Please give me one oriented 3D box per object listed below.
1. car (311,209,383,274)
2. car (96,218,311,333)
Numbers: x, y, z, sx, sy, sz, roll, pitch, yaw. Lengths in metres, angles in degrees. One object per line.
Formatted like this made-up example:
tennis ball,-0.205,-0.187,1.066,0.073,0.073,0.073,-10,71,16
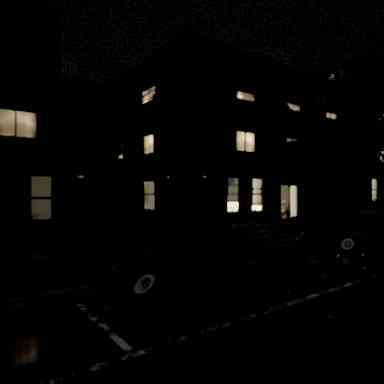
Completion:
car,4.859,1.272,9.910,4.097,1.590,1.967,-1,2,-35
car,0.213,1.371,6.629,4.097,1.590,1.967,-1,2,-35
